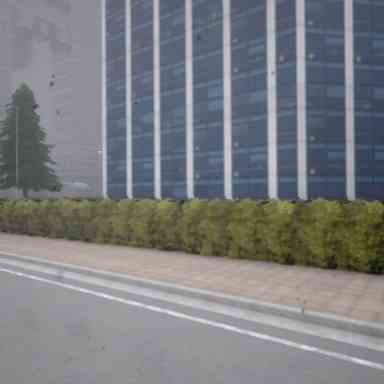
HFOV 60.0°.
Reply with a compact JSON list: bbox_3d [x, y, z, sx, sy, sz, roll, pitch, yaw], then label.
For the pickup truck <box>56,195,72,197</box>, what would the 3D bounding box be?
[{"bbox_3d":[-26.713,1.728,69.741,6.274,2.098,2.390,0,0,-24],"label":"pickup truck"}]
